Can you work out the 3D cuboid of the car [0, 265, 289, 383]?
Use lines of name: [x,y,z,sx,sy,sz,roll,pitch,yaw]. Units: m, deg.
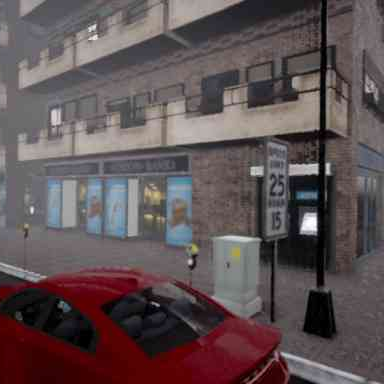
car: [-1.188,1.559,3.855,4.507,1.381,1.887,0,0,39]
